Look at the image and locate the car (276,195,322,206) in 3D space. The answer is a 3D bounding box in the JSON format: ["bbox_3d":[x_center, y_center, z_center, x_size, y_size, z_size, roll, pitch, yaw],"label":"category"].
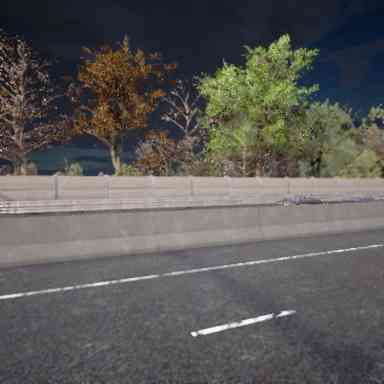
[{"bbox_3d":[10.326,1.042,32.057,4.902,1.511,2.128,-1,1,-27],"label":"car"}]

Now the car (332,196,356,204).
[{"bbox_3d":[15.295,1.059,30.658,5.357,1.411,2.033,-1,1,-27],"label":"car"}]

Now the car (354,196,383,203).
[{"bbox_3d":[15.724,1.146,26.949,4.718,1.301,1.895,-1,1,-27],"label":"car"}]
